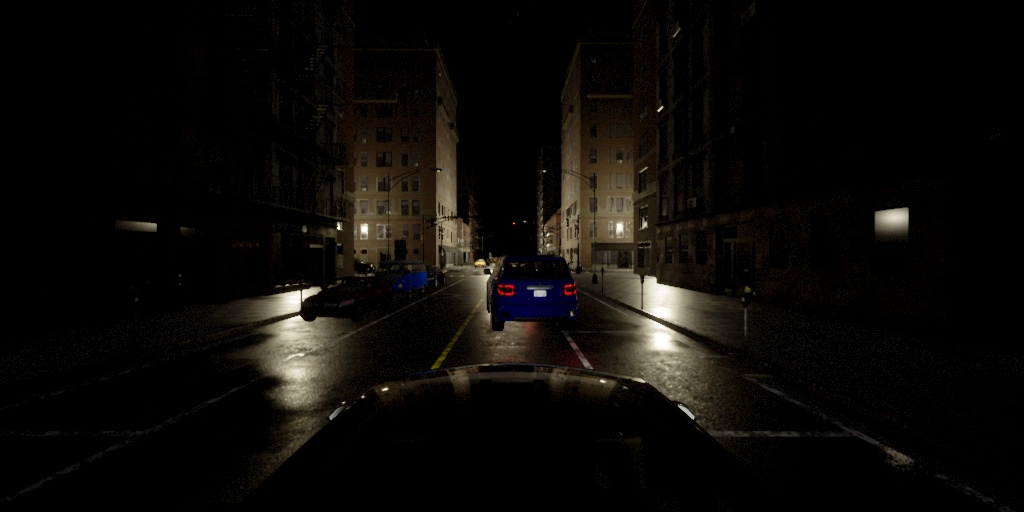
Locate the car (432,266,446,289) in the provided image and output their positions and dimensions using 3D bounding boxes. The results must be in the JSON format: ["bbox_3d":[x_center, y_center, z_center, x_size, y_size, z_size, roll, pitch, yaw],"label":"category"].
[{"bbox_3d":[-5.381,1.294,23.044,2.007,1.370,4.403,0,0,0],"label":"car"}]

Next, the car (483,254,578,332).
[{"bbox_3d":[0.366,0.969,11.054,2.150,2.045,5.566,0,0,-6],"label":"car"}]

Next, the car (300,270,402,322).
[{"bbox_3d":[-5.389,1.329,12.231,1.802,1.307,4.207,0,0,0],"label":"car"}]

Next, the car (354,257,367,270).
[{"bbox_3d":[-18.212,1.054,40.094,5.566,2.045,2.150,0,0,0],"label":"car"}]

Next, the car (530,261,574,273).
[{"bbox_3d":[4.701,1.310,42.259,4.718,1.301,1.895,0,0,-13],"label":"car"}]

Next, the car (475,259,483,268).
[{"bbox_3d":[-5.362,1.258,60.837,1.751,1.417,4.829,0,0,0],"label":"car"}]

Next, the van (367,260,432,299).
[{"bbox_3d":[-5.385,1.086,17.638,1.690,1.789,3.998,0,0,0],"label":"van"}]
